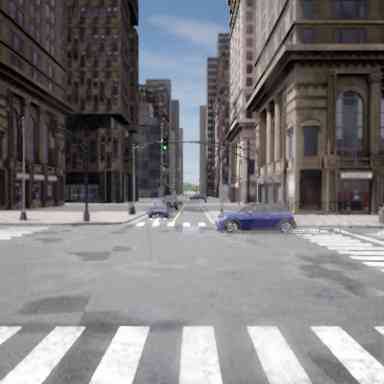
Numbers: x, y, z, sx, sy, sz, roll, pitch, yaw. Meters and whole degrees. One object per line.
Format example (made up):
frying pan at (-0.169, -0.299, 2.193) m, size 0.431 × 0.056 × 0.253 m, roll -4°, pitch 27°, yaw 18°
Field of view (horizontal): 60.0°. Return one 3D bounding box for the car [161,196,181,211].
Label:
car at (-3.098, 1.528, 47.094) m, size 2.150 × 2.045 × 5.566 m, roll 0°, pitch -1°, yaw 0°

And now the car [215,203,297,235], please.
car at (3.630, 1.447, 19.317) m, size 4.553 × 1.767 × 2.097 m, roll 0°, pitch 0°, yaw 0°

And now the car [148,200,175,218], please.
car at (-3.120, 1.756, 32.563) m, size 2.033 × 1.411 × 5.357 m, roll 0°, pitch 0°, yaw 0°
